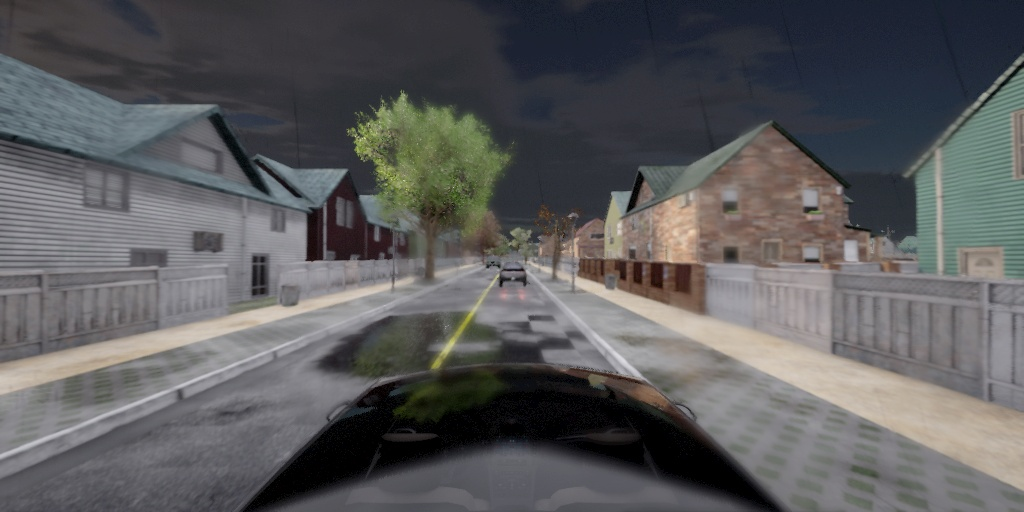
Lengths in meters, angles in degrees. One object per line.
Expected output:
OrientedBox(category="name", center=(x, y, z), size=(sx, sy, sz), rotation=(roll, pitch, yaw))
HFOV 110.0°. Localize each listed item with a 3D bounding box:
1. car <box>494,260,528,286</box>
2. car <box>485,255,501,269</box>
OrientedBox(category="car", center=(0.071, 1.223, 24.853), size=(2.128, 1.511, 4.902), rotation=(0, 0, 0))
OrientedBox(category="car", center=(-2.870, 0.938, 55.670), size=(2.150, 2.045, 5.566), rotation=(0, 0, 1))
